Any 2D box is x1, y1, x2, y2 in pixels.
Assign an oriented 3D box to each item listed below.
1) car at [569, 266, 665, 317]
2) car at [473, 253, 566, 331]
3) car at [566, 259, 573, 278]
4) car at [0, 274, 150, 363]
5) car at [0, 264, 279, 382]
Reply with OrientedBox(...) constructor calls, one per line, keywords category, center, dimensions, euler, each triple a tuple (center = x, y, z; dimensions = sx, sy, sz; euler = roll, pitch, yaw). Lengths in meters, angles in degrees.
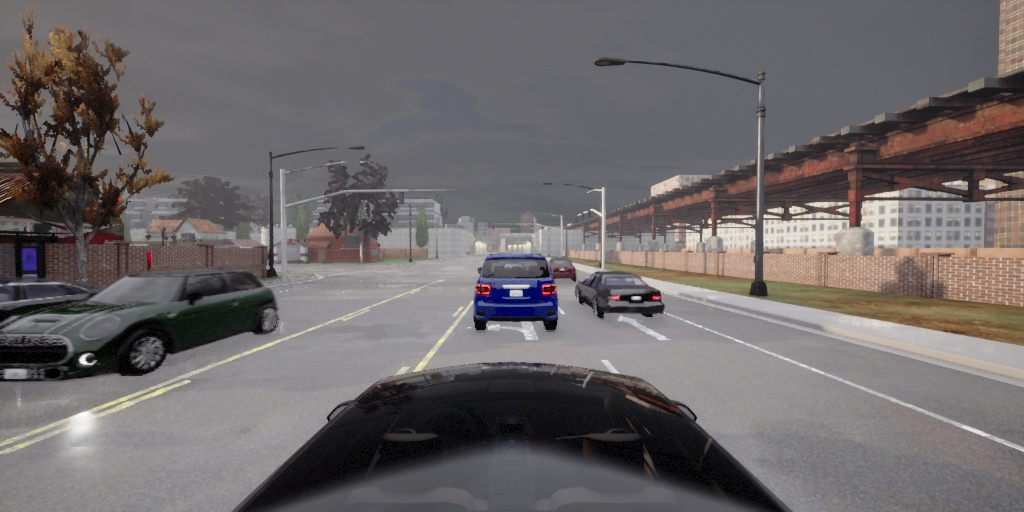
OrientedBox(category="car", center=(3.588, 1.253, 12.883), dimensions=(2.033, 1.411, 5.357), euler=(0, 0, 0))
OrientedBox(category="car", center=(0.089, 0.940, 11.010), dimensions=(2.150, 2.045, 5.566), euler=(0, 0, 0))
OrientedBox(category="car", center=(3.568, 0.934, 27.510), dimensions=(2.097, 1.767, 4.553), euler=(0, 1, 0))
OrientedBox(category="car", center=(-10.603, 1.230, 6.998), dimensions=(2.128, 1.511, 4.902), euler=(0, 0, 0))
OrientedBox(category="car", center=(-7.102, 1.088, 7.374), dimensions=(2.097, 1.767, 4.553), euler=(0, 0, 0))
